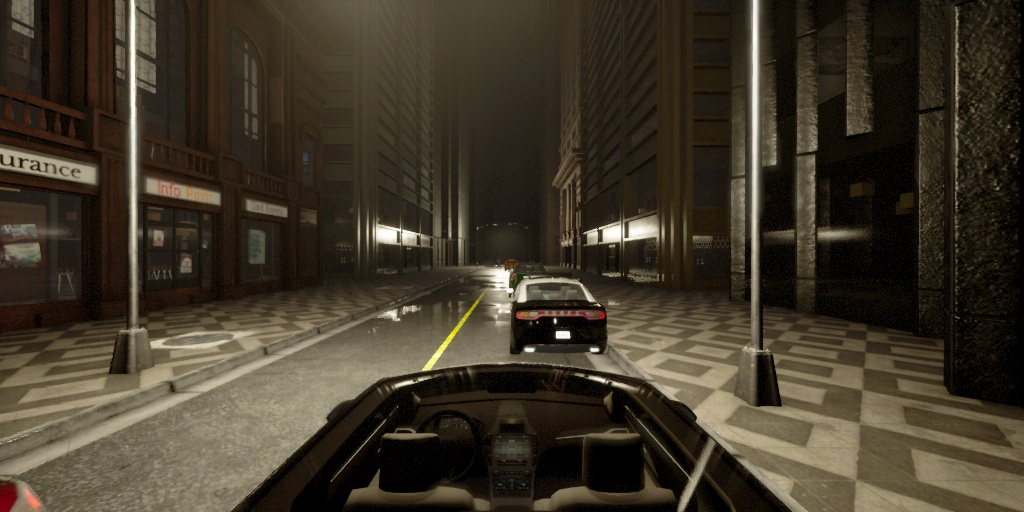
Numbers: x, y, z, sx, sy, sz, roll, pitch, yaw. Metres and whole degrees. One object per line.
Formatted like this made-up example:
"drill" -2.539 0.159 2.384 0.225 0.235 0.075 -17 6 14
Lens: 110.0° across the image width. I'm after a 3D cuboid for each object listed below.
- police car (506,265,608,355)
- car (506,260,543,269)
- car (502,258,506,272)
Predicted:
"police car" 0.890 1.179 8.864 1.930 1.638 5.238 0 0 0
"car" 0.875 1.114 18.724 2.097 1.767 4.553 0 0 0
"car" -0.028 1.290 48.192 1.882 1.535 5.008 0 0 0
